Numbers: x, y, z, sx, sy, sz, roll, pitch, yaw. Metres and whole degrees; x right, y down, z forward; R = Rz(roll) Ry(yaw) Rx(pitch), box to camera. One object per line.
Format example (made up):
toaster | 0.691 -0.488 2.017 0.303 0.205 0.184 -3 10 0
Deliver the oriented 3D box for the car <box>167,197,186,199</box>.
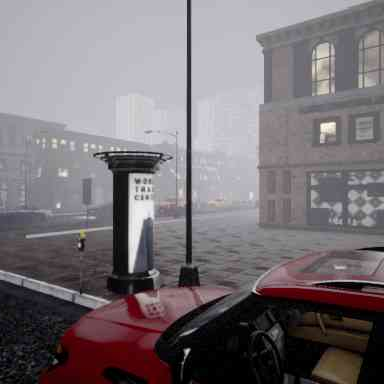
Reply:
car | -2.505 1.508 41.521 2.097 1.767 4.553 0 0 35

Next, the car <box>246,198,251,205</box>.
car | 10.640 1.846 64.755 2.008 1.369 4.403 0 -1 35

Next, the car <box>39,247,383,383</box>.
car | 1.156 1.315 2.051 5.009 1.841 2.192 0 0 36

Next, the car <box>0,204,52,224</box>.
car | -13.568 1.668 25.799 1.895 1.301 4.718 0 0 35

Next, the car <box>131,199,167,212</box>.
car | -5.344 1.674 42.010 1.752 1.417 4.829 0 0 35

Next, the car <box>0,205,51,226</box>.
car | -12.289 1.660 22.093 1.895 1.301 4.718 0 0 36

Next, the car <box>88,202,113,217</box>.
car | -8.315 1.672 33.258 1.994 1.385 4.181 0 0 36

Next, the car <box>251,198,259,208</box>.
car | 11.142 1.676 50.896 1.967 1.590 4.097 0 -1 35

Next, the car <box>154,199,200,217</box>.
car | -1.524 1.670 32.782 1.887 1.381 4.507 0 0 35

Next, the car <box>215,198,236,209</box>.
car | 4.269 1.692 51.082 1.882 1.535 5.008 0 0 36

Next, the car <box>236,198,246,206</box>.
car | 7.463 1.815 60.234 2.008 1.369 4.403 0 -1 35

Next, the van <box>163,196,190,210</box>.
van | -2.070 1.518 46.672 1.690 1.788 3.998 0 0 35

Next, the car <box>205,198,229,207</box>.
car | 4.187 1.759 55.574 1.752 1.417 4.829 0 -1 35

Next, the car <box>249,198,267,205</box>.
car | 13.817 1.876 69.277 2.008 1.369 4.403 0 -1 35

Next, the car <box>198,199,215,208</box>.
car | 1.108 1.756 51.192 2.008 1.369 4.403 0 0 35
